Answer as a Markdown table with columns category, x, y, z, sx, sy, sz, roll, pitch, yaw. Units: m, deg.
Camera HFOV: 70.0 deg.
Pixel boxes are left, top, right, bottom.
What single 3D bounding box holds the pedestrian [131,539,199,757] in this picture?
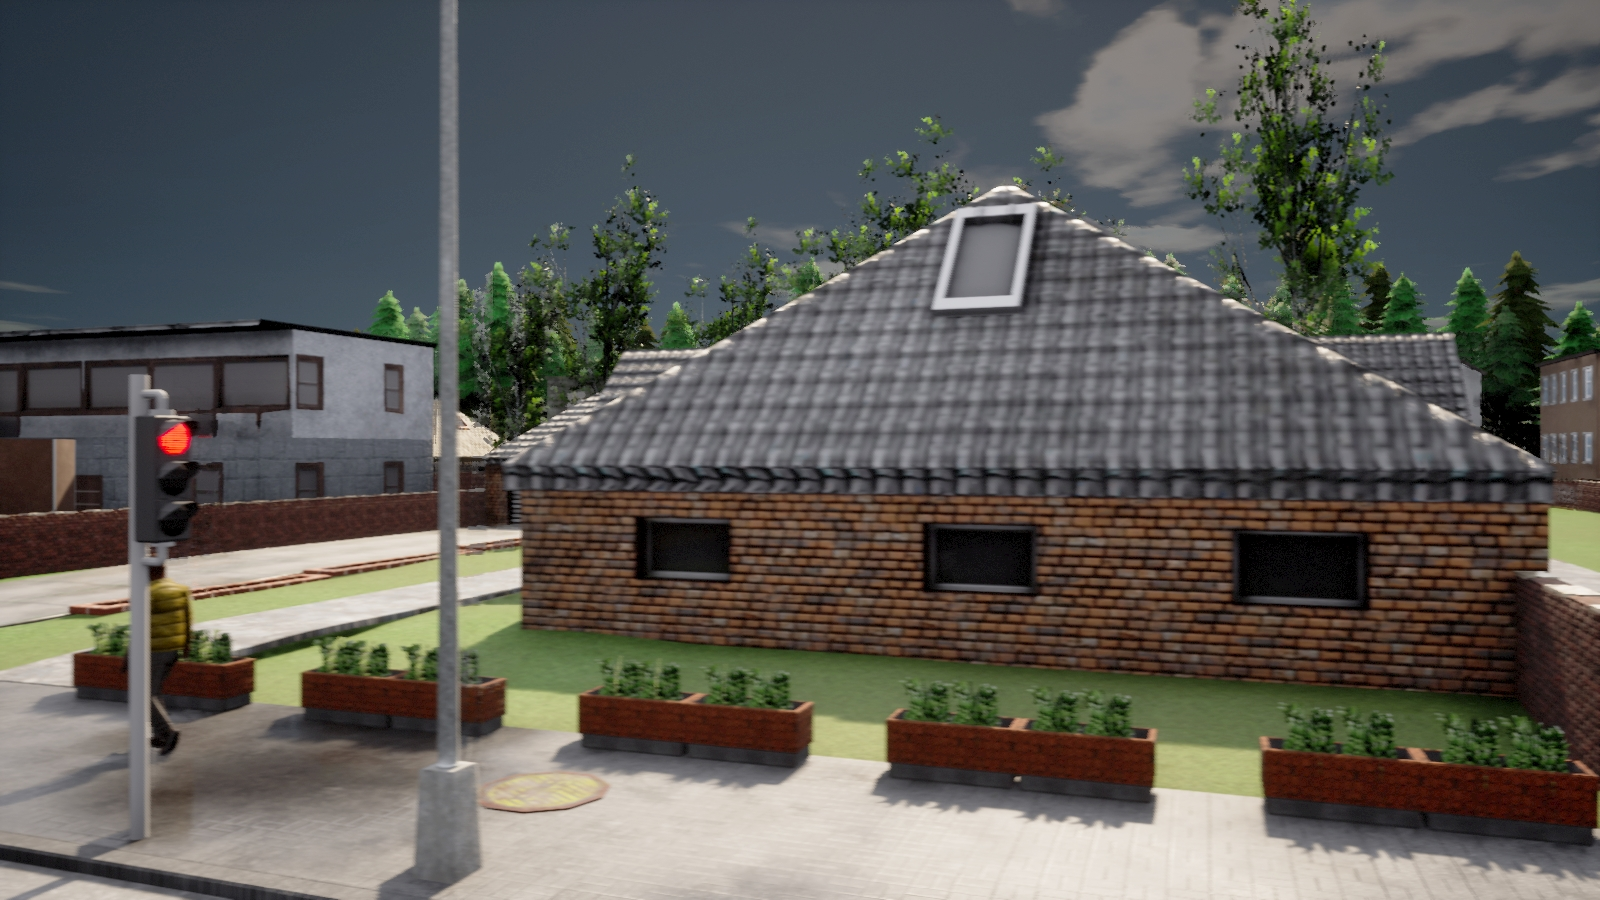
| category | x | y | z | sx | sy | sz | roll | pitch | yaw |
| --- | --- | --- | --- | --- | --- | --- | --- | --- | --- |
| pedestrian | -5.657 | 1.744 | 10.181 | 0.375 | 1.860 | 0.375 | 0 | 0 | 19 |
